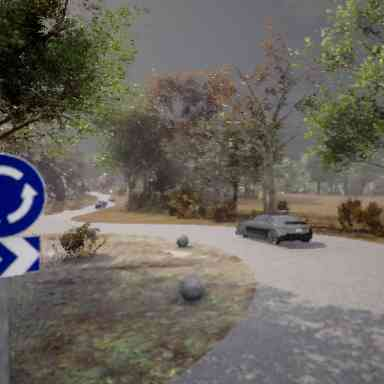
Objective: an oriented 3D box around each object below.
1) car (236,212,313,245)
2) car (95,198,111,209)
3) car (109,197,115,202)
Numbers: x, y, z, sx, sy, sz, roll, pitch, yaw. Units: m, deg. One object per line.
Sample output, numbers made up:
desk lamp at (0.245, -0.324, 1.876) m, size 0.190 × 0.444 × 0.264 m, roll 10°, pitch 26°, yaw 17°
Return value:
car at (3.886, 1.676, 16.371) m, size 1.994 × 1.385 × 4.181 m, roll 0°, pitch -1°, yaw -23°
car at (-17.809, 2.491, 65.683) m, size 1.994 × 1.385 × 4.181 m, roll -2°, pitch 0°, yaw -7°
car at (-22.395, 2.076, 92.352) m, size 1.837 × 1.490 × 4.892 m, roll -1°, pitch 2°, yaw -13°
